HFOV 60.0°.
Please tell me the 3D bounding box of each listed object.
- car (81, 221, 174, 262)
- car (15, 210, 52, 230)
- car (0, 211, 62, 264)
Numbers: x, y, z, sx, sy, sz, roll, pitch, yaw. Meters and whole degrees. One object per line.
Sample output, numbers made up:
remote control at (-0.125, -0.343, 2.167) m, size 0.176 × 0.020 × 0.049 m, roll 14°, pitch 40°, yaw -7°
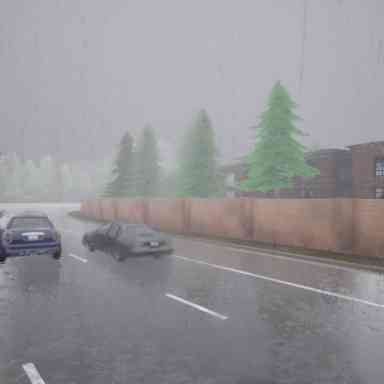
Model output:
car at (-2.863, 1.935, 13.880) m, size 2.033 × 1.411 × 5.357 m, roll 3°, pitch -2°, yaw -37°
car at (-12.942, 2.190, 26.976) m, size 1.895 × 1.301 × 4.718 m, roll 2°, pitch -2°, yaw -35°
car at (-6.862, 1.640, 13.347) m, size 2.097 × 1.767 × 4.553 m, roll 3°, pitch -2°, yaw -38°
